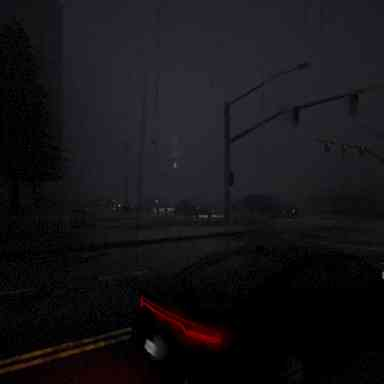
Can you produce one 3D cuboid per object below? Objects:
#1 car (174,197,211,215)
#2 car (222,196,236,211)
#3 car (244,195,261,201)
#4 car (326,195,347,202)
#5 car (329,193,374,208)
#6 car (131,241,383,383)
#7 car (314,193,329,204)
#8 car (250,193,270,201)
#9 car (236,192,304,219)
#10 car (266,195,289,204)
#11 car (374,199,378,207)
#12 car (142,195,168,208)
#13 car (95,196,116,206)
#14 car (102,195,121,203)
[{"bbox_3d":[-0.056,1.534,34.016,1.812,1.442,4.674,0,0,-36],"label":"car"},{"bbox_3d":[6.043,1.516,37.803,1.837,1.490,4.892,0,0,-35],"label":"car"},{"bbox_3d":[14.589,1.389,80.536,1.784,1.438,3.905,0,0,-35],"label":"car"},{"bbox_3d":[32.398,1.394,74.706,1.784,1.438,3.905,0,0,-35],"label":"car"},{"bbox_3d":[21.818,1.173,45.775,1.932,1.855,4.605,0,0,-35],"label":"car"},{"bbox_3d":[1.590,1.479,4.929,5.008,1.535,1.882,0,0,-35],"label":"car"},{"bbox_3d":[30.001,1.182,73.079,1.932,1.855,4.605,0,0,-35],"label":"car"},{"bbox_3d":[16.747,1.180,82.133,1.932,1.855,4.605,0,0,-35],"label":"car"},{"bbox_3d":[6.951,1.231,30.220,2.150,2.045,5.566,0,0,-36],"label":"car"},{"bbox_3d":[16.286,1.417,63.209,1.970,1.475,3.806,0,0,-35],"label":"car"},{"bbox_3d":[24.208,1.177,47.409,1.905,1.878,3.866,0,0,-35],"label":"car"},{"bbox_3d":[-5.209,1.363,47.191,2.097,1.767,4.553,0,0,-36],"label":"car"},{"bbox_3d":[-14.001,1.359,53.510,2.097,1.767,4.553,0,0,-35],"label":"car"},{"bbox_3d":[-14.644,1.280,60.510,1.994,1.385,4.181,0,0,-36],"label":"car"}]
